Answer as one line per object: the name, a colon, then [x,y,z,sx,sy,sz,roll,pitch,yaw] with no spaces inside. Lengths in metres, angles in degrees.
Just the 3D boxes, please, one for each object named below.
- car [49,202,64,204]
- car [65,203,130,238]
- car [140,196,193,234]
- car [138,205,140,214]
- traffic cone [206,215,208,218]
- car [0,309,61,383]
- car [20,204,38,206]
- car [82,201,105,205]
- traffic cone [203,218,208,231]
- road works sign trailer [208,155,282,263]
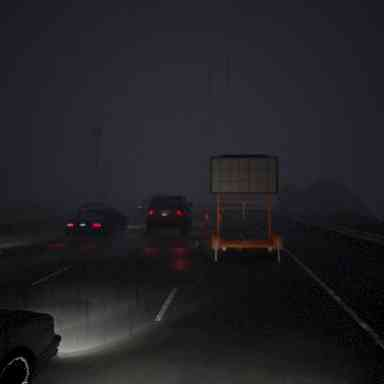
car: [-19.816,1.581,48.857,1.895,1.301,4.718,0,0,-6]
car: [-4.782,1.540,17.553,2.033,1.411,5.357,0,0,3]
car: [-1.212,1.213,19.186,2.150,2.045,5.566,0,0,3]
car: [-4.580,1.533,35.335,2.033,1.411,5.357,0,0,-2]
traffic cone: [0.913,1.947,21.115,0.340,0.580,0.340,0,0,3]
car: [-2.857,1.546,1.727,2.033,1.411,5.357,0,0,8]
car: [-23.030,1.582,46.120,1.895,1.301,4.718,0,0,-6]
car: [-7.993,1.494,27.650,1.837,1.490,4.892,0,0,1]
traffic cone: [0.793,1.948,19.119,0.340,0.580,0.340,0,0,3]
road works sign trailer: [1.860,0.459,12.042,2.380,3.560,2.880,0,0,3]
